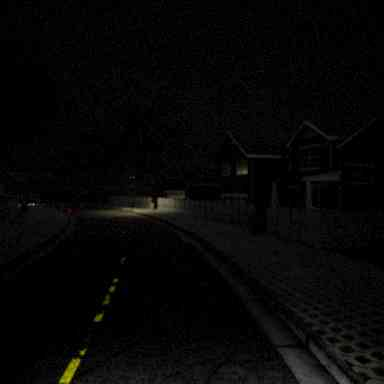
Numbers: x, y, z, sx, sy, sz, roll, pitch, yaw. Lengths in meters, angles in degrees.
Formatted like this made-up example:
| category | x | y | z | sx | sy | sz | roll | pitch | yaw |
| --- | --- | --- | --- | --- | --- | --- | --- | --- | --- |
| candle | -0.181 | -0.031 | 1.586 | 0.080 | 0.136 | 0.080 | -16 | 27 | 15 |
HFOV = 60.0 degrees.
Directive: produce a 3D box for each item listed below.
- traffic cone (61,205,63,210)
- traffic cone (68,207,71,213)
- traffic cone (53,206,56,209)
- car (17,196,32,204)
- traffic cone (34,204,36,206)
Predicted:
| category | x | y | z | sx | sy | sz | roll | pitch | yaw |
| --- | --- | --- | --- | --- | --- | --- | --- | --- | --- |
| traffic cone | -15.573 | 1.901 | 39.956 | 0.340 | 0.580 | 0.340 | 0 | 0 | -32 |
| traffic cone | -13.146 | 1.908 | 35.761 | 0.340 | 0.580 | 0.340 | 0 | 0 | -28 |
| traffic cone | -18.254 | 1.895 | 43.993 | 0.340 | 0.580 | 0.340 | 0 | 0 | -35 |
| car | -30.617 | 1.483 | 60.093 | 4.181 | 1.385 | 1.994 | 0 | 0 | 40 |
| traffic cone | -24.338 | 1.887 | 51.531 | 0.340 | 0.580 | 0.340 | 0 | 0 | -42 |
